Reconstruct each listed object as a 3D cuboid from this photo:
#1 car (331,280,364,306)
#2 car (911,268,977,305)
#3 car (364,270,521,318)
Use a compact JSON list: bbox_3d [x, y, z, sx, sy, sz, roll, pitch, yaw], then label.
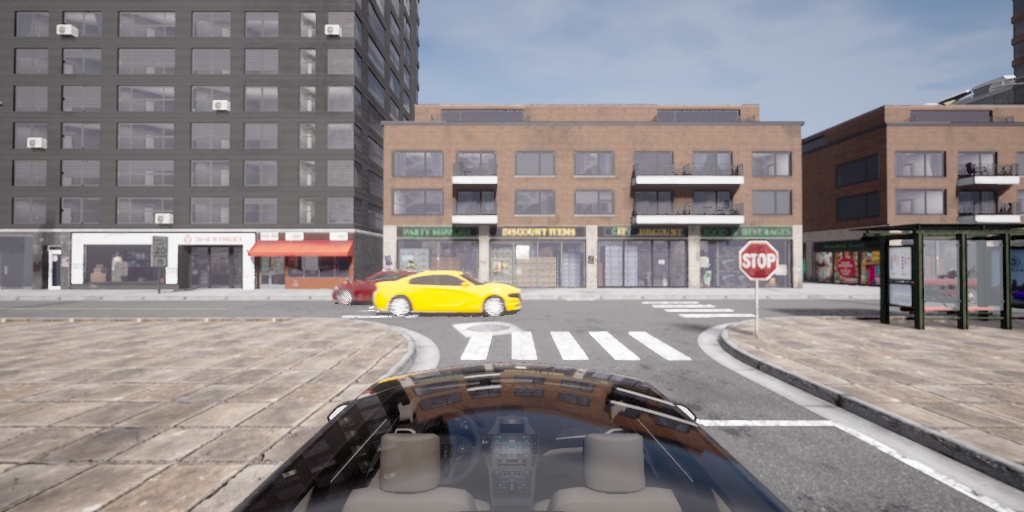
[{"bbox_3d":[-5.295,1.341,15.510,4.674,1.442,1.812,0,-1,0],"label":"car"},{"bbox_3d":[20.304,1.247,15.523,5.008,1.535,1.882,0,-1,0],"label":"car"},{"bbox_3d":[-2.194,1.259,12.558,5.008,1.535,1.882,0,-1,0],"label":"car"}]
